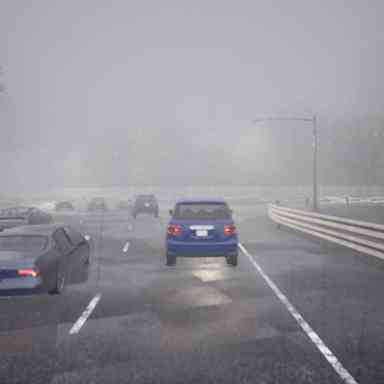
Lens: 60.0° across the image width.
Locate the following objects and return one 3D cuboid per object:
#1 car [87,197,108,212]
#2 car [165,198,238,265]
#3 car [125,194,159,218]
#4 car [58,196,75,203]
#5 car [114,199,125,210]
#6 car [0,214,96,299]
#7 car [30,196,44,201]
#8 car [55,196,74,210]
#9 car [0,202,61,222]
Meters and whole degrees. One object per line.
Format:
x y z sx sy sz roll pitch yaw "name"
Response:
-11.340 1.347 39.646 2.097 1.767 4.553 0 0 -21 "car"
0.330 1.206 11.733 2.150 2.045 5.566 0 0 1 "car"
-4.454 1.202 30.104 2.150 2.045 5.566 0 0 -16 "car"
-27.838 1.568 73.667 1.994 1.385 4.181 0 0 -42 "car"
-8.619 1.545 42.276 1.994 1.385 4.181 0 0 -21 "car"
-3.895 1.552 8.593 2.033 1.411 5.357 0 0 -5 "car"
-39.833 1.599 85.616 4.181 1.385 1.994 0 0 38 "car"
-16.633 1.536 43.144 1.812 1.442 4.674 0 0 -25 "car"
-8.598 1.503 17.251 2.128 1.511 4.902 0 0 -10 "car"
